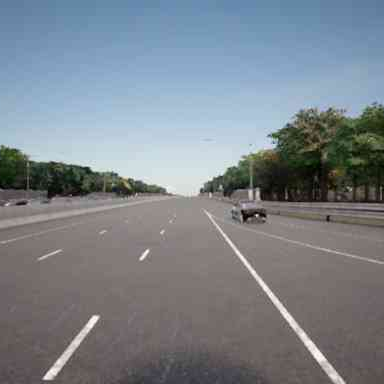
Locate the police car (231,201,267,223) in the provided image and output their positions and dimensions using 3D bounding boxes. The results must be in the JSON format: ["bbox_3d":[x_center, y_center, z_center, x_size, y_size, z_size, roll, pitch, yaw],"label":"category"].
[{"bbox_3d":[4.536,1.588,27.521,1.930,1.638,5.238,0,-1,-8],"label":"police car"}]

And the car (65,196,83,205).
[{"bbox_3d":[-24.481,1.779,69.298,2.097,1.767,4.553,0,0,0],"label":"car"}]

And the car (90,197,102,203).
[{"bbox_3d":[-24.476,2.076,84.874,1.994,1.385,4.181,0,0,0],"label":"car"}]

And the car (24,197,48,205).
[{"bbox_3d":[-24.532,1.678,53.727,2.097,1.767,4.553,0,0,1],"label":"car"}]

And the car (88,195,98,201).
[{"bbox_3d":[-20.981,1.651,69.706,2.150,2.045,5.566,0,0,0],"label":"car"}]

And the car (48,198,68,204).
[{"bbox_3d":[-21.036,1.807,54.264,1.882,1.535,5.008,0,0,0],"label":"car"}]

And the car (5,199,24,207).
[{"bbox_3d":[-28.027,1.815,53.351,2.128,1.511,4.902,0,0,1],"label":"car"}]

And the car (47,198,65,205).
[{"bbox_3d":[-27.981,1.943,68.613,1.812,1.442,4.674,0,0,0],"label":"car"}]

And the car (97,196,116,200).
[{"bbox_3d":[-17.481,1.972,68.733,1.994,1.385,4.181,0,0,0],"label":"car"}]

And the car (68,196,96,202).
[{"bbox_3d":[-17.549,1.801,53.287,1.882,1.535,5.008,0,0,0],"label":"car"}]

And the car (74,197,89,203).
[{"bbox_3d":[-27.976,1.940,84.038,2.128,1.511,4.902,0,0,0],"label":"car"}]
